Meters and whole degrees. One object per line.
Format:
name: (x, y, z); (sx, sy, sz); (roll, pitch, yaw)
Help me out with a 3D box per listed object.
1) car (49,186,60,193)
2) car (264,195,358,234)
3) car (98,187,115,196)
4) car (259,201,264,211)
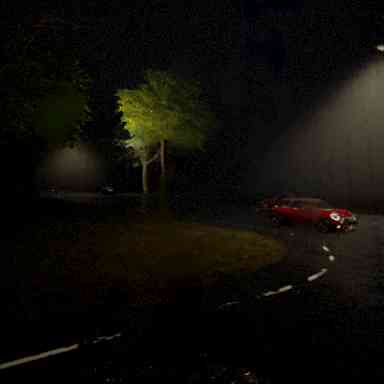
car: (-31.268, -0.531, 75.593); (1.837, 1.490, 4.892); (-2, 2, -29)
car: (6.484, 1.138, 18.090); (2.097, 1.767, 4.553); (-2, 2, -35)
car: (-15.805, -0.149, 61.483); (2.128, 1.511, 4.902); (-2, 2, -35)
car: (7.859, 0.952, 28.233); (1.812, 1.442, 4.674); (-2, 2, -35)
